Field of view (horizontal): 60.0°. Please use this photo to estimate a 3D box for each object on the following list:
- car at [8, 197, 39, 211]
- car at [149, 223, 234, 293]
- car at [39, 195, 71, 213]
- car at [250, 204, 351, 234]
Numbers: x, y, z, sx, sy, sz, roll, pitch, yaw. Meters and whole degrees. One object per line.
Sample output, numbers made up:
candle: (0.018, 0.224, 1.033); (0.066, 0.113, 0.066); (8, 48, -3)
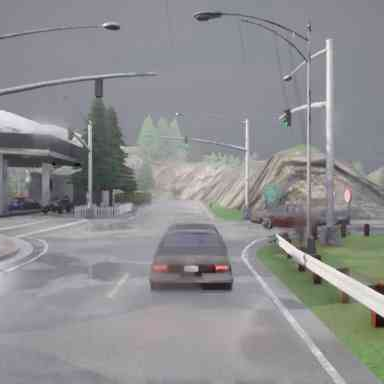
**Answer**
car: (-20.266, 1.474, 40.325); (2.242, 1.667, 4.611); (0, 0, -1)
car: (0.011, 1.546, 9.005); (2.033, 1.411, 5.357); (0, 0, 1)
car: (-14.556, 1.308, 36.052); (1.905, 1.878, 3.866); (0, 0, -1)
car: (5.673, 1.367, 18.049); (2.033, 1.411, 5.357); (-1, 0, -40)
